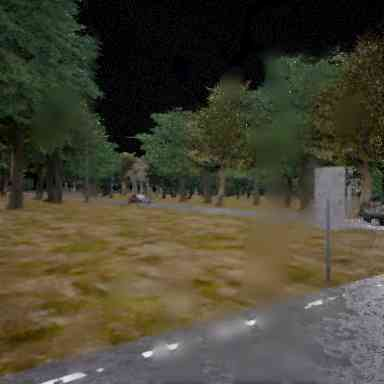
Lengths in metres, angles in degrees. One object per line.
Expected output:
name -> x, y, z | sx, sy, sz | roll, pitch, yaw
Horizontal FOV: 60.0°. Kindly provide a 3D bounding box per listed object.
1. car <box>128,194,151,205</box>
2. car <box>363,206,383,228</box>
car -> -7.798, 1.073, 48.942 | 1.812, 1.442, 4.674 | 0, 1, -37
car -> 14.241, 1.713, 22.445 | 1.837, 1.490, 4.892 | 0, 2, -43
